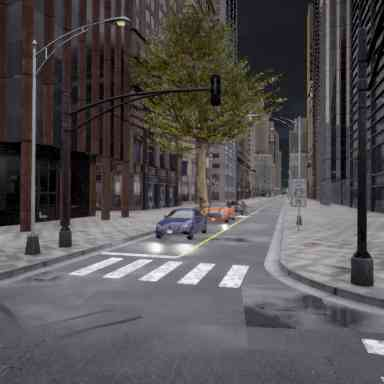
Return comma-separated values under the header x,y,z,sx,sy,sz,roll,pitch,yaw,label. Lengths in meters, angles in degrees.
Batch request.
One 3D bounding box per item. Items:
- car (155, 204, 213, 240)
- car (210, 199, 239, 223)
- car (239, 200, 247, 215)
x,y,z,sx,sy,sz,roll,pitch,yaw,label
-0.415,1.619,17.922,1.812,1.442,4.674,0,0,16,car
2.228,1.499,27.240,2.097,1.767,4.553,0,0,16,car
5.060,1.718,37.197,1.837,1.490,4.892,0,0,16,car
